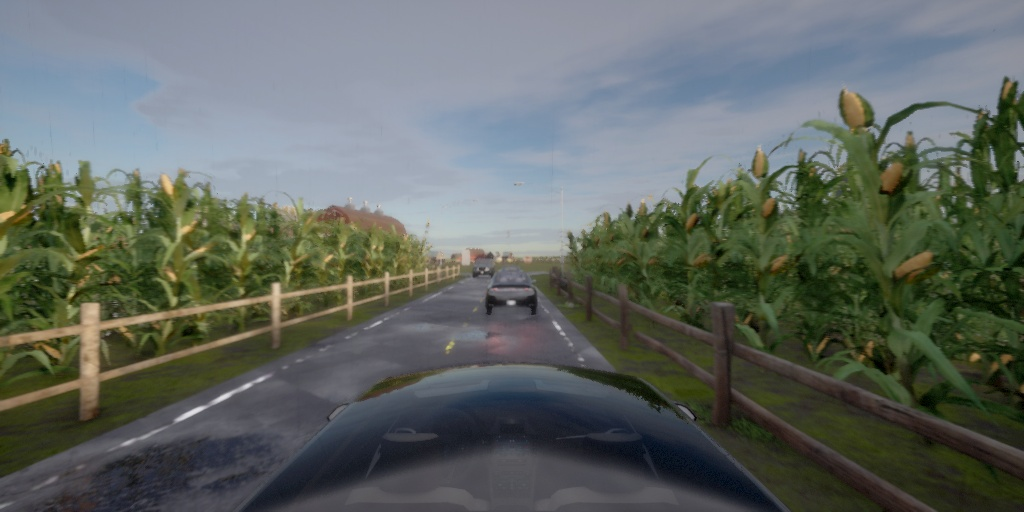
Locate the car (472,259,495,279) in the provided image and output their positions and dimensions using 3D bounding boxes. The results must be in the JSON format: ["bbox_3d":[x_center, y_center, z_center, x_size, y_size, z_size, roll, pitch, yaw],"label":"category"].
[{"bbox_3d":[-2.967,1.311,38.419,2.150,2.045,5.566,0,-1,0],"label":"car"}]

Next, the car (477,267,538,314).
[{"bbox_3d":[-0.014,1.357,14.289,2.128,1.511,4.902,0,0,0],"label":"car"}]

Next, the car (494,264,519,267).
[{"bbox_3d":[-0.091,1.493,29.147,2.128,1.511,4.902,0,-1,0],"label":"car"}]
